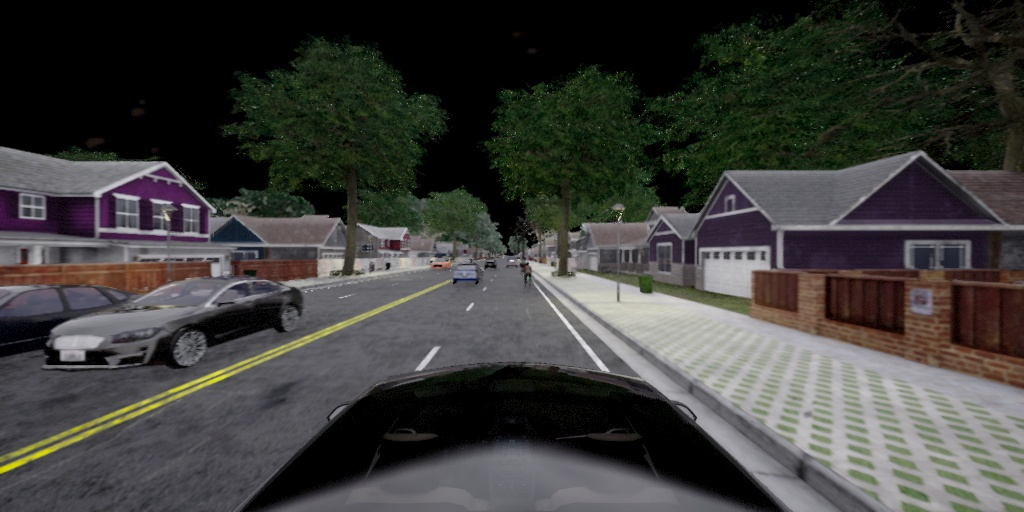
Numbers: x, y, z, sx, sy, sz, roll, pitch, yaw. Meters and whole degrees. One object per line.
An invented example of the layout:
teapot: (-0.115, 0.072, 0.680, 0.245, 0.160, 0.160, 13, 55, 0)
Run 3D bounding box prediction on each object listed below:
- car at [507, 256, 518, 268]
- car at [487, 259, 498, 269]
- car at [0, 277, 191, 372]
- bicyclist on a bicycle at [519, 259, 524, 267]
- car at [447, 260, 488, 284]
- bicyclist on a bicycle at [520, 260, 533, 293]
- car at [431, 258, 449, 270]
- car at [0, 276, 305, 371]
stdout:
car: (0.041, 1.235, 60.227, 2.033, 1.411, 5.357, 0, 0, 0)
car: (-3.173, 1.197, 54.531, 1.837, 1.490, 4.892, 0, 0, 0)
car: (-9.854, 1.291, 7.183, 2.033, 1.411, 5.357, 0, 0, 0)
bicyclist on a bicycle: (0.882, 1.091, 28.958, 0.659, 1.776, 1.843, 0, 0, 0)
car: (-3.162, 1.270, 26.476, 2.033, 1.411, 5.357, 0, 0, 0)
bicyclist on a bicycle: (0.885, 1.183, 19.844, 0.582, 1.620, 1.656, 0, 0, 0)
car: (-9.839, 1.049, 49.677, 2.097, 1.767, 4.553, 0, 0, 0)
car: (-6.603, 1.235, 7.840, 2.128, 1.511, 4.902, 0, 0, 0)
